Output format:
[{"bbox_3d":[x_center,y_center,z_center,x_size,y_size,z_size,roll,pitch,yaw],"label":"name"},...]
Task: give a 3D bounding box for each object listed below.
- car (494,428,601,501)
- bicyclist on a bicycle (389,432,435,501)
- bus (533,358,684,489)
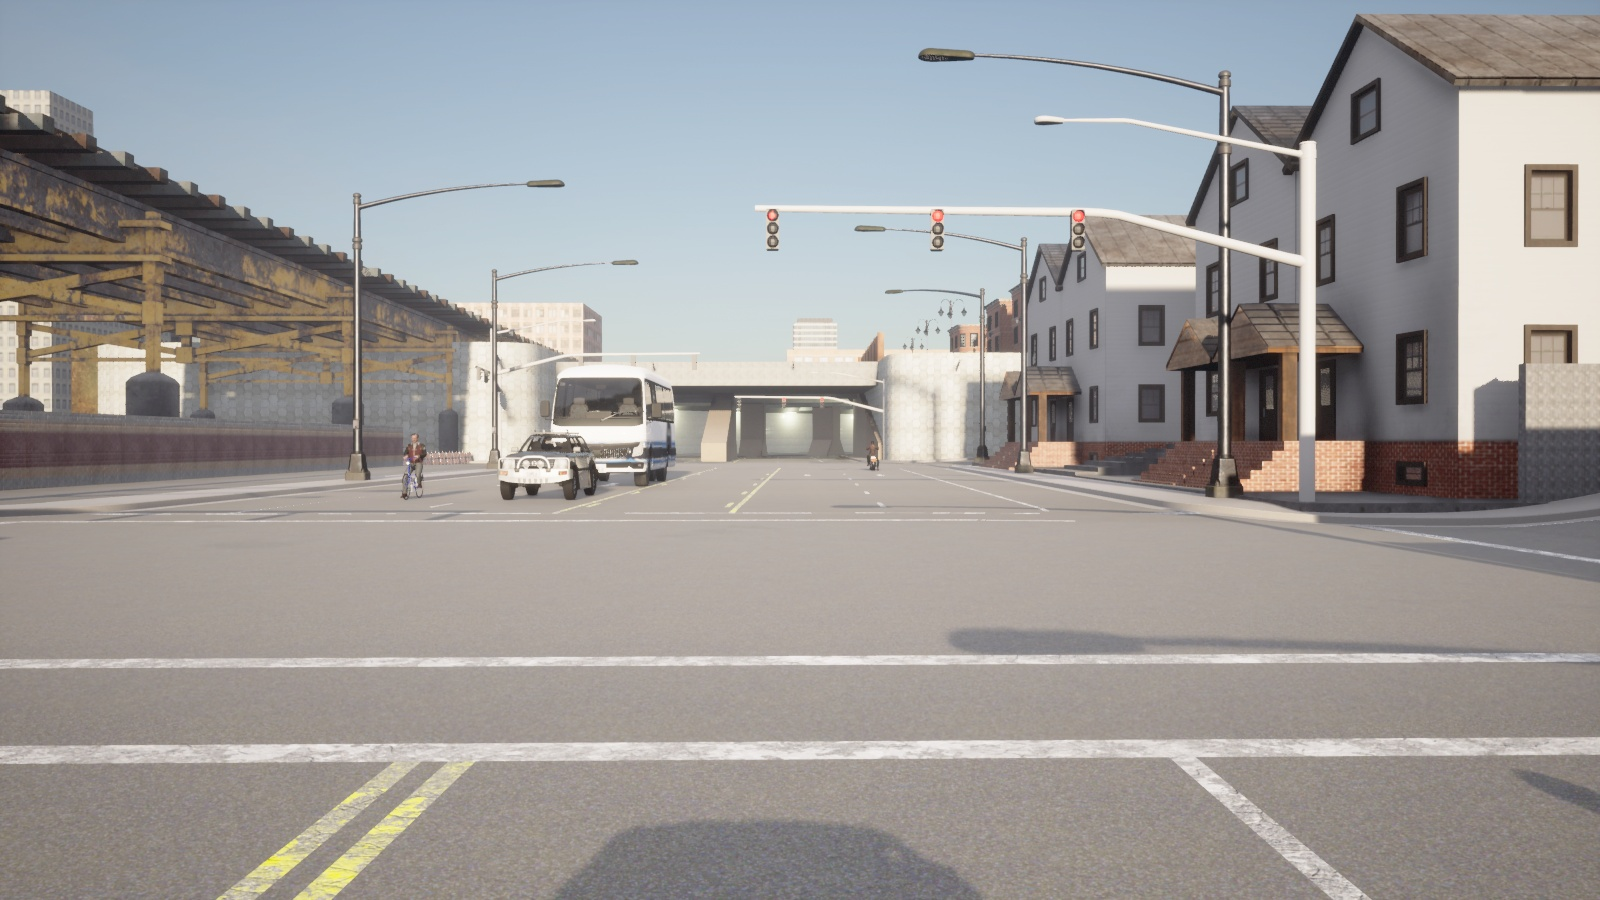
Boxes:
[{"bbox_3d":[-6.784,0.365,34.192,1.932,1.855,4.605,0,0,1],"label":"car"},{"bbox_3d":[-10.293,0.420,33.368,0.659,1.776,1.843,0,0,0],"label":"bicyclist on a bicycle"},{"bbox_3d":[-6.718,-0.896,46.125,3.944,4.253,10.273,0,0,0],"label":"bus"}]
